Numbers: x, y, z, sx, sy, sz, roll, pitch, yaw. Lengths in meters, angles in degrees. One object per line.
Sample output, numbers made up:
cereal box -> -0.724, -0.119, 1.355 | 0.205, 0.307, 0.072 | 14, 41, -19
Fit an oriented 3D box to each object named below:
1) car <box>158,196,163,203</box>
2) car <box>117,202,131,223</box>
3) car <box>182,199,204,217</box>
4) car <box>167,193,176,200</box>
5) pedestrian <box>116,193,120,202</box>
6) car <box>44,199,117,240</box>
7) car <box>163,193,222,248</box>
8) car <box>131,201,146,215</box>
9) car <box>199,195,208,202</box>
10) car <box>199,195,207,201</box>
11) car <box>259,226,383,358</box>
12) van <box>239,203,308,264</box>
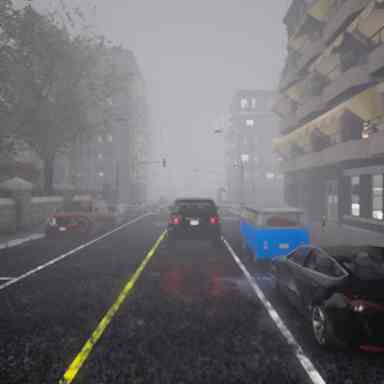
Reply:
car -> -5.703, 1.418, 66.116 | 1.967, 1.590, 4.097 | 0, 0, 0
car -> -5.695, 1.556, 22.635 | 1.947, 1.339, 4.313 | 0, 0, 0
car -> 0.096, 1.464, 31.708 | 1.882, 1.535, 5.008 | 0, 0, 0
car -> -5.708, 1.288, 94.309 | 2.192, 1.841, 5.009 | 0, 0, 0
pedestrian -> -12.721, 0.884, 57.108 | 0.375, 1.860, 0.375 | 0, -1, -1
car -> -5.696, 1.307, 17.100 | 2.192, 1.841, 5.009 | 0, 0, 0
car -> 0.099, 1.217, 14.936 | 2.150, 2.045, 5.566 | 0, 0, 0
car -> -5.697, 1.568, 33.705 | 1.802, 1.307, 4.206 | 0, 0, 0
car -> 2.676, 1.527, 77.389 | 2.008, 1.369, 4.403 | 0, 0, 0
car -> 2.676, 1.520, 83.027 | 1.887, 1.381, 4.507 | 0, 0, 0
car -> 2.687, 1.563, 6.031 | 1.947, 1.339, 4.313 | 0, 0, 0
van -> 2.685, 1.335, 11.566 | 1.690, 1.788, 3.998 | 0, 0, 0
